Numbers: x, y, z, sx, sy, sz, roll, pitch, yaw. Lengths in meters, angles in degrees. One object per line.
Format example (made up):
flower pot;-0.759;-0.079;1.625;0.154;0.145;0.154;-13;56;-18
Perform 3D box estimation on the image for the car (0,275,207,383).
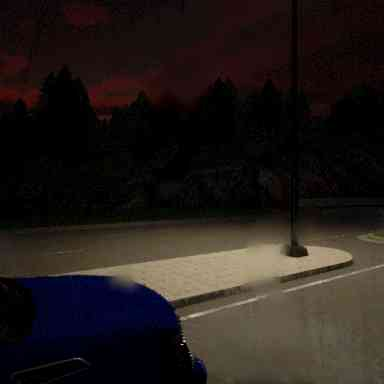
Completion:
car;-2.529;1.219;1.941;5.566;2.045;2.150;0;0;-36
